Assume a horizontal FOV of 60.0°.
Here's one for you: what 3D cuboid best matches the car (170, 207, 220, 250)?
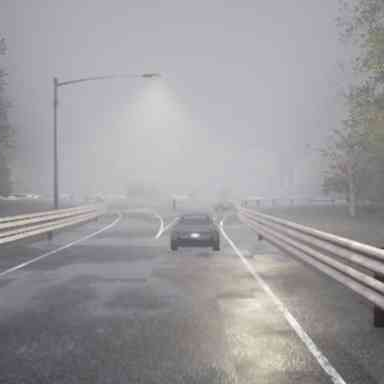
[{"bbox_3d":[0.159,1.589,14.487,1.994,1.385,4.181,0,0,1],"label":"car"}]

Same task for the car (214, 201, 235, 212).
[{"bbox_3d":[4.244,1.814,42.823,1.895,1.301,4.718,0,0,17],"label":"car"}]
